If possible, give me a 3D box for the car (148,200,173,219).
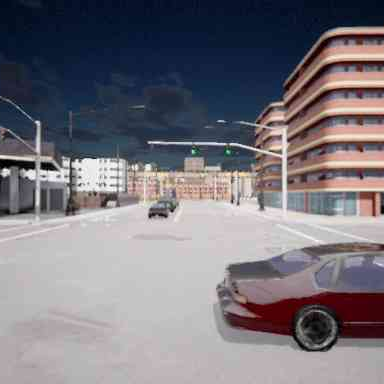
[{"bbox_3d":[-3.297,1.840,33.370,2.033,1.411,5.357,0,-1,-1],"label":"car"}]

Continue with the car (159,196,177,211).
[{"bbox_3d":[-3.439,1.603,43.557,2.150,2.045,5.566,0,-1,-1],"label":"car"}]

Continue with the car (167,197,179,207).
[{"bbox_3d":[-3.664,1.926,65.620,2.097,1.767,4.553,0,-1,0],"label":"car"}]

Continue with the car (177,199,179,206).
[{"bbox_3d":[-3.543,1.821,53.629,2.097,1.767,4.553,0,-1,0],"label":"car"}]

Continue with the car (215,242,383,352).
[{"bbox_3d":[3.102,1.597,5.608,5.357,1.411,2.033,0,-1,0],"label":"car"}]
